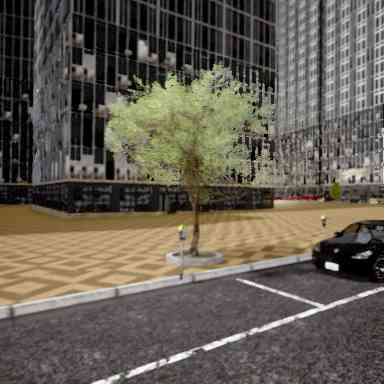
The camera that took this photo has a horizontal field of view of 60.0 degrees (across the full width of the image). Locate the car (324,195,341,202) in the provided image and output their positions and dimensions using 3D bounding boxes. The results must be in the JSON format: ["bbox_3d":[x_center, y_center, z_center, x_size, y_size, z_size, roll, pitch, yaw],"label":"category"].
[{"bbox_3d":[27.569,1.324,64.398,1.967,1.590,4.097,1,0,-20],"label":"car"}]

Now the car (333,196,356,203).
[{"bbox_3d":[33.039,1.568,72.376,2.008,1.369,4.403,1,0,-20],"label":"car"}]

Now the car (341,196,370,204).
[{"bbox_3d":[29.491,1.412,59.146,2.008,1.369,4.403,1,0,-20],"label":"car"}]

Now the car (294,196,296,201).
[{"bbox_3d":[27.268,1.666,88.137,1.802,1.307,4.206,1,0,-20],"label":"car"}]

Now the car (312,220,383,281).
[{"bbox_3d":[5.387,1.515,9.690,4.313,1.339,1.947,0,1,-34],"label":"car"}]

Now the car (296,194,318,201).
[{"bbox_3d":[29.194,1.377,82.885,2.192,1.841,5.009,1,0,-20],"label":"car"}]

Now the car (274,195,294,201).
[{"bbox_3d":[21.802,1.392,80.152,1.967,1.590,4.097,1,0,-20],"label":"car"}]

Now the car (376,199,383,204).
[{"bbox_3d":[36.827,1.498,62.029,1.752,1.417,4.829,1,0,-20],"label":"car"}]

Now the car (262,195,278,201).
[{"bbox_3d":[19.937,1.499,85.242,1.752,1.417,4.829,1,0,-20],"label":"car"}]
